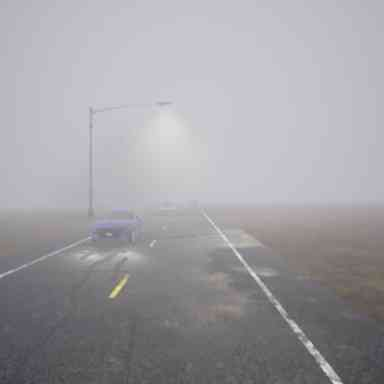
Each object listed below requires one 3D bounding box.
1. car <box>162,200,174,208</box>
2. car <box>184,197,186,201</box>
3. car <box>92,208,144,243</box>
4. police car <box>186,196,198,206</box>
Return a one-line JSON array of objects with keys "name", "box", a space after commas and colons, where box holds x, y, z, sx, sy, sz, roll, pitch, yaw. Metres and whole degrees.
[{"name": "car", "box": [-4.189, 2.061, 59.366, 1.994, 1.385, 4.181, 0, 0, -1]}, {"name": "car", "box": [-0.158, 1.934, 81.973, 2.150, 2.045, 5.566, 0, -1, -2]}, {"name": "car", "box": [-3.662, 1.612, 17.103, 1.882, 1.535, 5.008, 0, 0, 0]}, {"name": "police car", "box": [0.261, 1.984, 66.040, 1.930, 1.638, 5.238, 0, -1, -1]}]
